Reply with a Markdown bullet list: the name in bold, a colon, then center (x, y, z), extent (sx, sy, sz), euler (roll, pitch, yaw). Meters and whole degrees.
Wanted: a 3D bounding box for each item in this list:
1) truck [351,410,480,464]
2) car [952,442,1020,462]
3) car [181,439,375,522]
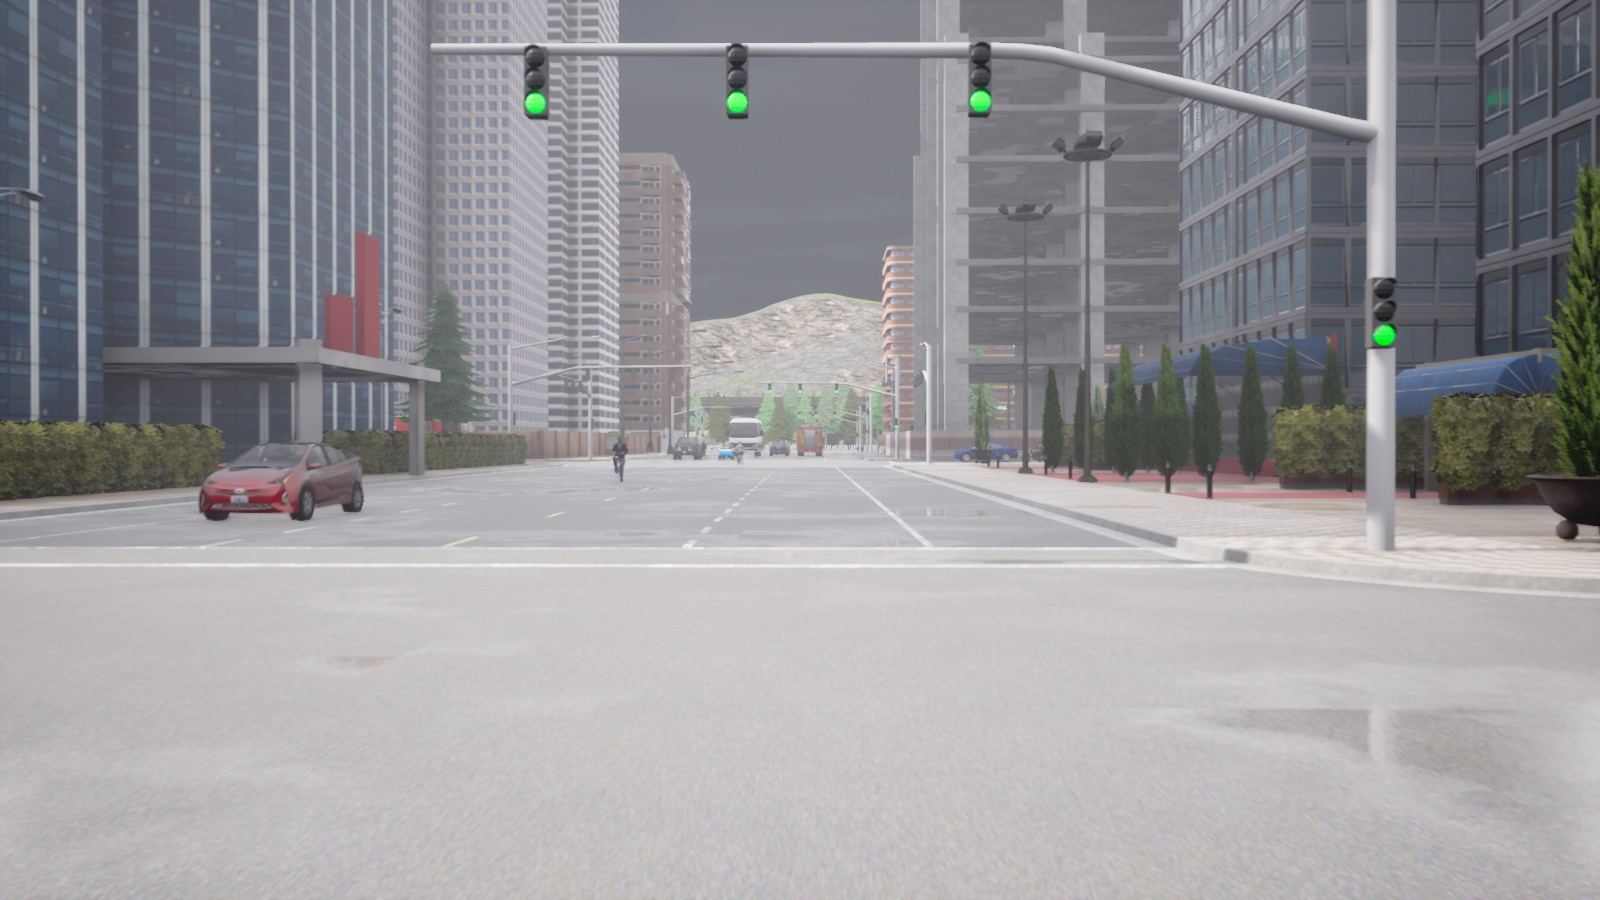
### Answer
- **truck**: center (-27.865, -0.954, 91.165), extent (8.468, 3.827, 2.891), euler (0, 0, 1)
- **car**: center (14.459, 0.185, 97.656), extent (5.008, 1.535, 1.882), euler (0, 0, 1)
- **car**: center (-10.340, 0.542, 25.276), extent (2.007, 1.525, 4.514), euler (0, 0, 0)
